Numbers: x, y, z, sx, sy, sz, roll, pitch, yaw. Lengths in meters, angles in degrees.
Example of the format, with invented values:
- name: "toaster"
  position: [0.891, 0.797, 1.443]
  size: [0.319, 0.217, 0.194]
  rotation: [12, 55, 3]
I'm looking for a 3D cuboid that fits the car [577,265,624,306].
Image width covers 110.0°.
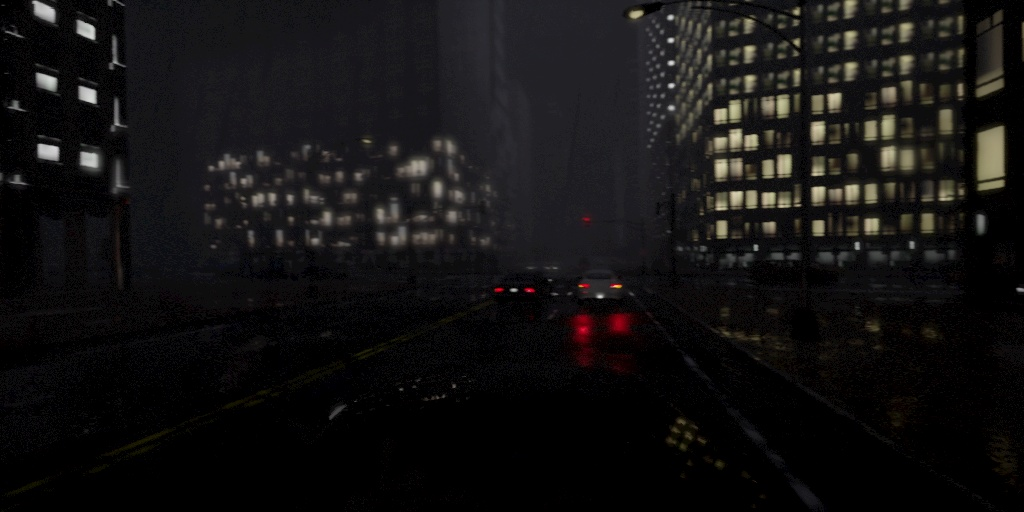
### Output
- name: "car"
  position: [3.911, 1.315, 15.926]
  size: [1.812, 1.442, 4.674]
  rotation: [-1, 0, 14]

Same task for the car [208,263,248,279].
- name: "car"
  position: [-29.169, 1.755, 37.894]
  size: [4.313, 1.339, 1.948]
  rotation: [0, 0, 15]

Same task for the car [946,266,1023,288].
- name: "car"
  position: [30.572, 1.290, 22.282]
  size: [4.829, 1.417, 1.751]
  rotation: [0, 0, 15]

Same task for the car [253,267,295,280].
- name: "car"
  position: [-23.691, 1.734, 36.381]
  size: [4.207, 1.307, 1.802]
  rotation: [0, 0, 15]

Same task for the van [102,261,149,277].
- name: "van"
  position: [-45.635, 1.643, 42.314]
  size: [3.998, 1.789, 1.690]
  rotation: [0, 0, 15]

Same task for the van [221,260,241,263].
- name: "van"
  position: [-37.995, 1.499, 48.957]
  size: [3.998, 1.789, 1.690]
  rotation: [0, 0, 15]

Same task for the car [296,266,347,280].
- name: "car"
  position: [-18.199, 1.679, 34.907]
  size: [4.313, 1.339, 1.948]
  rotation: [0, 0, 15]

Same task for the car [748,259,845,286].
- name: "car"
  position: [19.496, 1.159, 25.183]
  size: [5.009, 1.841, 2.192]
  rotation: [0, 0, 15]

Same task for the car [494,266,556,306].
- name: "car"
  position: [0.668, 1.387, 16.363]
  size: [2.033, 1.411, 5.357]
  rotation: [-1, 0, 14]

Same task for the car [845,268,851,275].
- name: "car"
  position: [26.906, 1.223, 31.906]
  size: [4.829, 1.417, 1.751]
  rotation: [0, 0, 15]
